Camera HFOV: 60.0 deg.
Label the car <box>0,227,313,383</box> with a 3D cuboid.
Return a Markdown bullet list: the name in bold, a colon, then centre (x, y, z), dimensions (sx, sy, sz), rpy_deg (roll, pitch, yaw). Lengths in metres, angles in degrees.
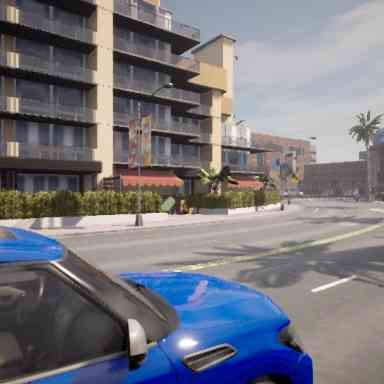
- **car**: centre (-1.607, 1.229, 2.133), dimensions (5.566, 2.045, 2.150), rpy_deg (0, 0, -35)
